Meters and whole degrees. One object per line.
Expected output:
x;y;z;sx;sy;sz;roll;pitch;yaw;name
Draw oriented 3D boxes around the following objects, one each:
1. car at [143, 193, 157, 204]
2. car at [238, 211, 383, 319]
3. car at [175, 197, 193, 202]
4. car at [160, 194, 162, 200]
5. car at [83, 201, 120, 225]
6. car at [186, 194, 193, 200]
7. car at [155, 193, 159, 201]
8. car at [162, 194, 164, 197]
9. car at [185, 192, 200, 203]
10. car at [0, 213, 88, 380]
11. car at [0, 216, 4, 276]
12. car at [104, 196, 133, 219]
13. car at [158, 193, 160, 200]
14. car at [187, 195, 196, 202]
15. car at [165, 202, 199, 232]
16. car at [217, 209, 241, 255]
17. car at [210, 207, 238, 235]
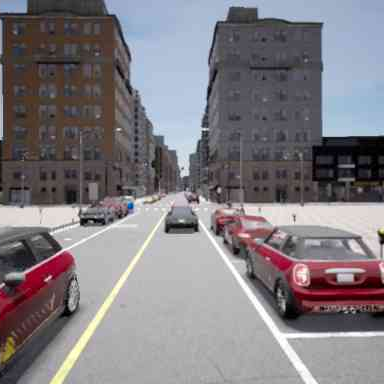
-8.153;1.468;62.082;1.752;1.417;4.829;0;0;-2;car
2.432;1.424;7.369;1.967;1.590;4.097;0;0;-2;car
-1.179;1.582;36.691;1.895;1.301;4.718;0;0;1;car
-8.790;1.415;79.035;1.752;1.417;4.829;0;0;-2;car
-6.723;1.587;23.982;1.947;1.339;4.313;0;0;-2;car
-0.707;1.333;90.978;1.752;1.417;4.829;0;0;-2;car
-8.372;1.491;67.904;1.947;1.339;4.313;0;0;-2;car
-9.010;1.186;84.856;2.192;1.841;5.009;0;0;-2;car
0.361;1.213;62.544;2.192;1.841;5.009;0;0;-2;car
-3.129;1.367;4.408;2.097;1.767;4.553;0;0;-2;car
-6.089;1.469;7.074;1.967;1.590;4.097;0;0;-2;car
-6.936;1.334;29.618;2.192;1.841;5.009;0;0;-2;car
-8.578;1.433;73.384;1.752;1.417;4.829;0;0;-2;car
-0.064;1.408;73.850;1.887;1.381;4.507;0;0;-2;car
-0.638;1.555;20.345;1.994;1.385;4.181;0;0;-2;car
2.221;1.563;13.005;1.802;1.307;4.206;0;0;-2;car
2.009;1.524;18.641;1.887;1.381;4.507;0;0;-2;car
